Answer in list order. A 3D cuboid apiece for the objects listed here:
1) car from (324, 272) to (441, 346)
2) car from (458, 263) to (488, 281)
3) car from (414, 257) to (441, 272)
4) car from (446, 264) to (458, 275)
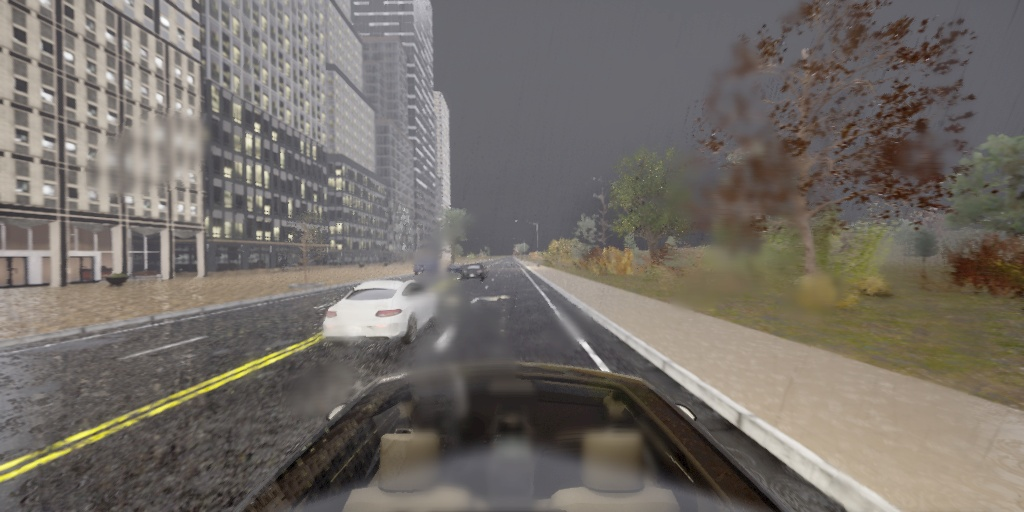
[{"bbox_3d":[-3.171,1.335,9.539,1.812,1.442,4.674,-1,0,0],"label":"car"},{"bbox_3d":[-3.179,1.350,30.720,1.812,1.442,4.674,-1,0,0],"label":"car"},{"bbox_3d":[-9.789,1.163,42.237,2.150,2.045,5.566,-1,0,0],"label":"car"},{"bbox_3d":[-6.532,1.559,42.239,1.895,1.301,4.718,-1,0,0],"label":"car"}]
